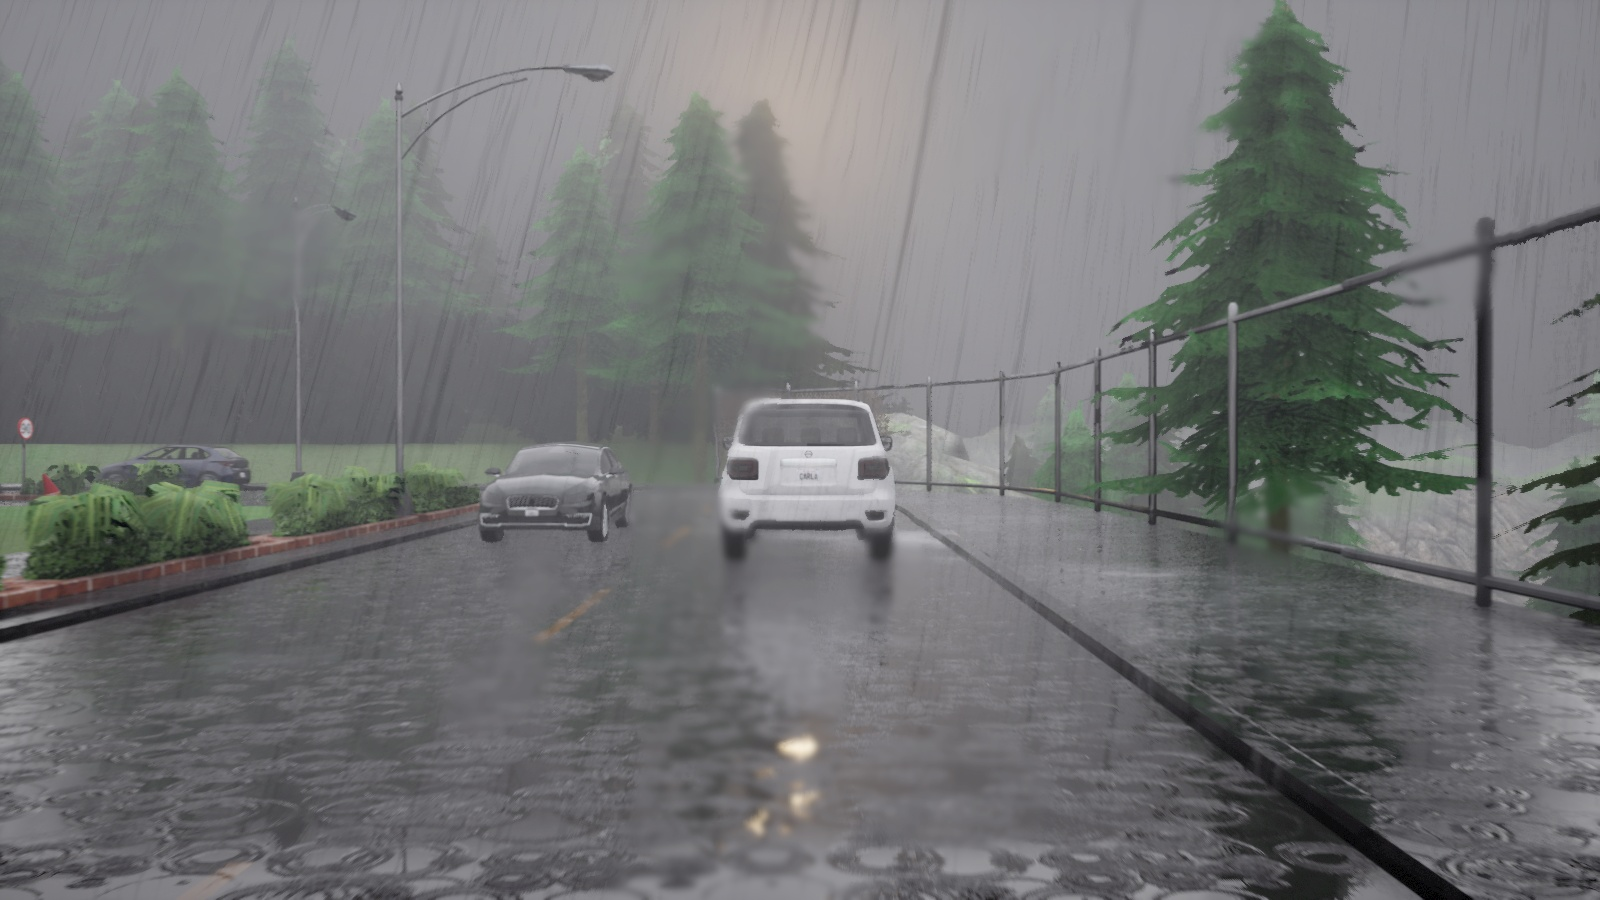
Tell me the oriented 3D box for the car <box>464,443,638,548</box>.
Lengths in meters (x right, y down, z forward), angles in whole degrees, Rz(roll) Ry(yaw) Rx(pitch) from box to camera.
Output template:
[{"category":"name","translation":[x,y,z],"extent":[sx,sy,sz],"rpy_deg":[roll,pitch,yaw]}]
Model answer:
[{"category":"car","translation":[-3.847,0.634,20.262],"extent":[1.837,1.490,4.892],"rpy_deg":[0,0,0]}]

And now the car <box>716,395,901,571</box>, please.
[{"category":"car","translation":[0.114,0.367,17.395],"extent":[2.150,2.045,5.566],"rpy_deg":[0,0,0]}]

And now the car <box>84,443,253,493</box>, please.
[{"category":"car","translation":[-18.959,0.532,37.823],"extent":[4.193,1.474,1.816],"rpy_deg":[0,0,0]}]
